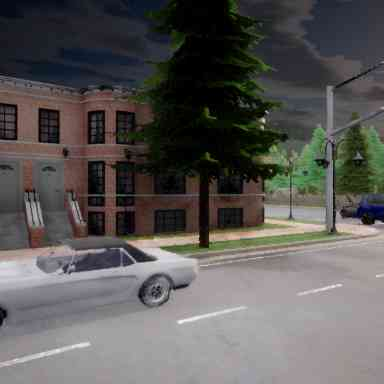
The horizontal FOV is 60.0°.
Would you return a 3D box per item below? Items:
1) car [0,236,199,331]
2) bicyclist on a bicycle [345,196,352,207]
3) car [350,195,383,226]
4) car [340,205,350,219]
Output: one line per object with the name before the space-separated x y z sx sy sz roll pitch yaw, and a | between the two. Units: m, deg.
car | -2.304 1.601 6.452 4.718 1.301 1.895 0 0 -33
bicyclist on a bicycle | 19.180 1.301 40.651 1.656 1.620 0.582 0 0 -31
car | 13.171 1.223 21.097 2.150 2.045 5.566 1 -1 -19
car | 14.406 1.564 27.252 1.994 1.385 4.181 0 0 -31
